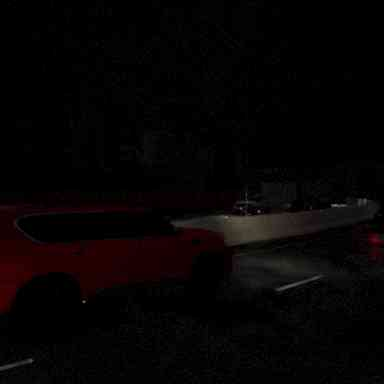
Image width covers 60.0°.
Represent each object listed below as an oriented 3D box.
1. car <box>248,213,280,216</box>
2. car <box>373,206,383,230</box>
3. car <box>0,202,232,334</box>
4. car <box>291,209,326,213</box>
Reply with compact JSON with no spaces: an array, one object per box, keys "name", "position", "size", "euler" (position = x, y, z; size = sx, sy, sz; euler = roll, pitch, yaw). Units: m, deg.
[{"name":"car","position":[6.276,1.601,29.453],"size":[1.812,1.442,4.674],"euler":[0,0,39]},{"name":"car","position":[12.717,1.536,20.578],"size":[2.128,1.511,4.902],"euler":[0,0,42]},{"name":"car","position":[-1.669,1.243,7.055],"size":[5.566,2.045,2.150],"euler":[0,0,-37]},{"name":"car","position":[10.376,1.290,28.920],"size":[2.150,2.045,5.566],"euler":[0,0,38]}]
